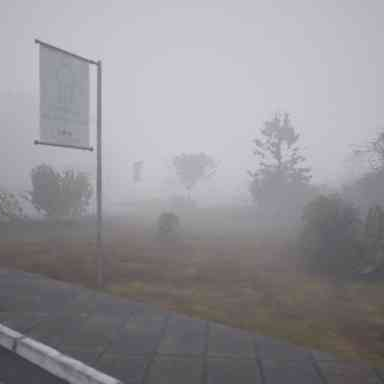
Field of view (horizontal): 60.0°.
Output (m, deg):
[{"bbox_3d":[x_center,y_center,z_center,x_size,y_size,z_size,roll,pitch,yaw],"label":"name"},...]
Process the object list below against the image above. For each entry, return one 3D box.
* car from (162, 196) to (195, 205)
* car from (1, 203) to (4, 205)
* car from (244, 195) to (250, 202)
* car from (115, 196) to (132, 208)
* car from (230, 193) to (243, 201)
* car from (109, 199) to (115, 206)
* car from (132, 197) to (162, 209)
[{"bbox_3d":[-1.253,1.217,43.571,2.097,1.767,4.553,0,1,39],"label":"car"},{"bbox_3d":[-20.313,1.443,31.319,1.837,1.490,4.892,0,0,39],"label":"car"},{"bbox_3d":[11.676,0.987,61.078,2.128,1.511,4.902,0,1,31],"label":"car"},{"bbox_3d":[-7.919,1.470,46.761,1.895,1.301,4.718,0,1,39],"label":"car"},{"bbox_3d":[8.957,0.971,63.322,2.128,1.511,4.902,0,1,31],"label":"car"},{"bbox_3d":[-10.124,1.332,49.603,1.882,1.535,5.008,0,1,39],"label":"car"},{"bbox_3d":[-5.089,1.355,44.379,1.882,1.535,5.008,0,1,39],"label":"car"}]
